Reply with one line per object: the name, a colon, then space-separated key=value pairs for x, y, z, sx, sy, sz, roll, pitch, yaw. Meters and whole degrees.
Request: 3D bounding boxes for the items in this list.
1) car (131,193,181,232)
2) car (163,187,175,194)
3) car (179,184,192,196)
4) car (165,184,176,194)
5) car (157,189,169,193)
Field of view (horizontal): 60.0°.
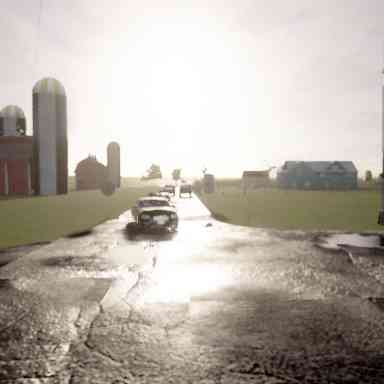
car: x=-2.036 y=1.029 z=17.103 sx=2.128 sy=1.511 sz=4.902 roll=-1 pitch=2 yaw=-16
car: x=-3.774 y=0.372 z=44.096 sx=2.033 sy=1.411 sz=5.357 roll=0 pitch=2 yaw=-1
car: x=-1.159 y=-0.323 z=58.267 sx=2.150 sy=2.045 sz=5.566 roll=0 pitch=1 yaw=-1
car: x=-4.068 y=-0.395 z=60.694 sx=2.150 sy=2.045 sz=5.566 roll=0 pitch=1 yaw=-1
car: x=-3.483 y=0.742 z=30.715 sx=1.994 sy=1.385 sz=4.181 roll=0 pitch=1 yaw=-2
